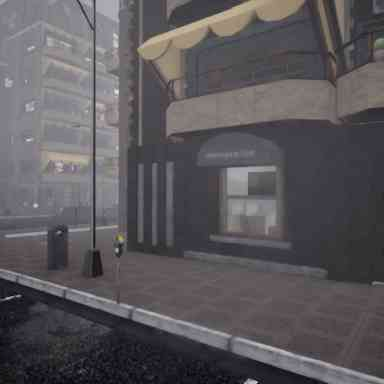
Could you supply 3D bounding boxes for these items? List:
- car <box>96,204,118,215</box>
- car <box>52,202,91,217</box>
[{"bbox_3d":[-9.482,2.059,39.967,1.802,1.307,4.206,-1,-1,35],"label":"car"},{"bbox_3d":[-12.770,1.817,35.347,1.967,1.590,4.097,-1,-1,35],"label":"car"}]
